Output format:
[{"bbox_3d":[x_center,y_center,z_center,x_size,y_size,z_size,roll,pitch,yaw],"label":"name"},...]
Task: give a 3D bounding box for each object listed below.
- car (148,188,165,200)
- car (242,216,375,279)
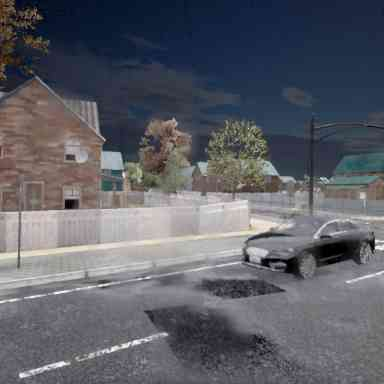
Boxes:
[{"bbox_3d":[-6.664,0.336,61.598,2.150,2.045,5.566,1,0,-21],"label":"car"},{"bbox_3d":[3.658,1.499,10.114,4.902,1.511,2.128,0,0,-35],"label":"car"}]
